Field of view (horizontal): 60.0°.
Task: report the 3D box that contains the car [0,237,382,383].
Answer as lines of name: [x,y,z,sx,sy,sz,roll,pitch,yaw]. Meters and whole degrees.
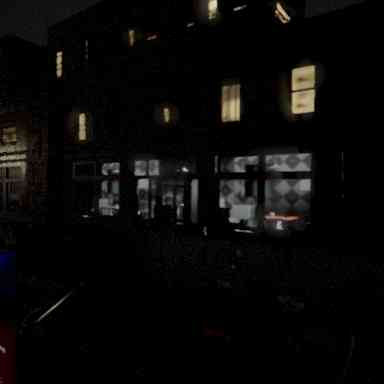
car: [-0.491,1.424,3.218,4.097,1.590,1.967,1,1,35]

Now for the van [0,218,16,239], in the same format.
van: [-5.005,1.283,6.434,3.998,1.788,1.690,1,1,35]
